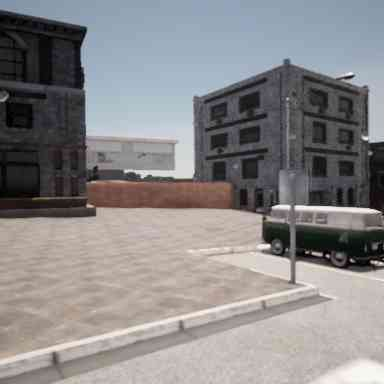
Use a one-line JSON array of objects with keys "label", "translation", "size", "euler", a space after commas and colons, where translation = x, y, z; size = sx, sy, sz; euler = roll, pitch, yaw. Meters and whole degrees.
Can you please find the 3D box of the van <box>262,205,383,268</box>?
[{"label": "van", "translation": [4.605, 1.515, 12.432], "size": [1.878, 1.987, 4.442], "euler": [3, -2, -35]}]
